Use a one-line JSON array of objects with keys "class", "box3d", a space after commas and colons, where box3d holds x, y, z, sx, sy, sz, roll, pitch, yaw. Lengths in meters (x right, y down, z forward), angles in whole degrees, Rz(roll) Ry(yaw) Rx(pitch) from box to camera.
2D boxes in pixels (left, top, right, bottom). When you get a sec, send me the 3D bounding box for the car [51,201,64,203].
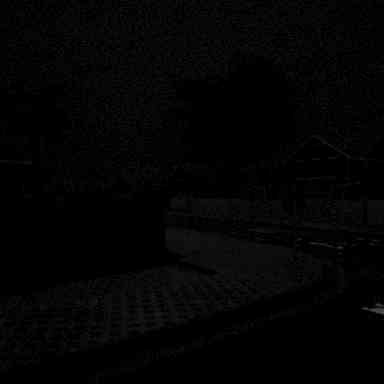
[{"class": "car", "box3d": [-19.037, 2.033, 47.213, 2.033, 1.411, 5.357, 0, -2, -42]}]
